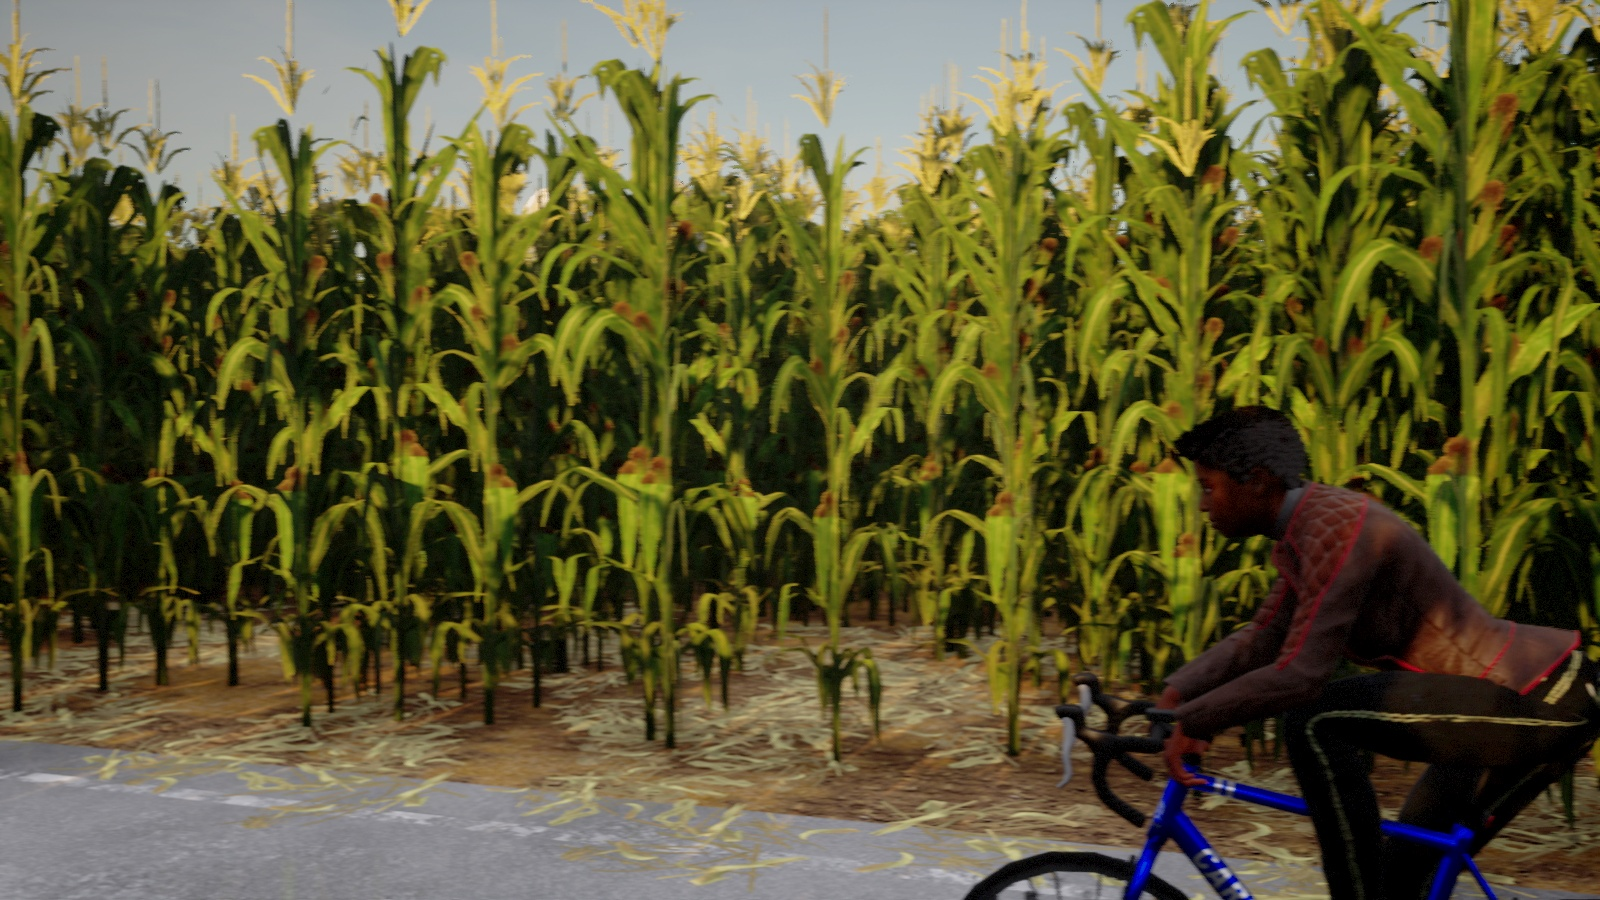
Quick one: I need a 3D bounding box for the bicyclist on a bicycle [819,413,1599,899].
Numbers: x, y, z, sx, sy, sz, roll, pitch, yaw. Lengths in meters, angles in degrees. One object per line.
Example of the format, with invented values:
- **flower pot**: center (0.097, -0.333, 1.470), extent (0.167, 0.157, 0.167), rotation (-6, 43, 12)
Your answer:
- **bicyclist on a bicycle**: center (0.918, 0.741, 2.582), extent (1.656, 1.620, 0.582), rotation (0, 1, 18)
